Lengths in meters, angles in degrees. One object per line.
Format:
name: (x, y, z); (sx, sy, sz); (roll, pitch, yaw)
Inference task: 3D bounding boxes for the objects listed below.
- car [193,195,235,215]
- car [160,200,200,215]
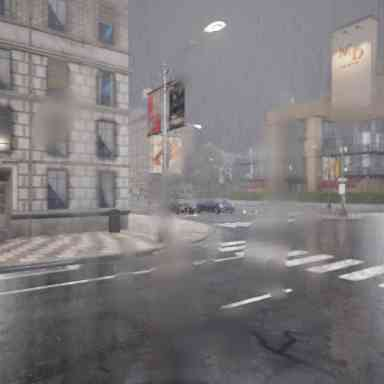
car: (2.405, 1.350, 34.668); (2.097, 1.767, 4.553); (0, 0, -36)
car: (-1.528, 1.562, 34.139); (1.994, 1.385, 4.181); (0, 0, -36)
